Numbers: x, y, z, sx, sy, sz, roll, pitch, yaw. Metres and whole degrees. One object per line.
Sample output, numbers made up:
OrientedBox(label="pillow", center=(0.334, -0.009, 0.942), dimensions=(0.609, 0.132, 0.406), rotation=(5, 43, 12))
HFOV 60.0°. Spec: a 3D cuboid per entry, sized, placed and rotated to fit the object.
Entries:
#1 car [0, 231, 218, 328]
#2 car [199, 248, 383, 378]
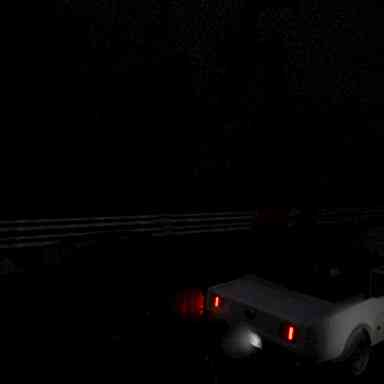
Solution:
OrientedBox(label="car", center=(-1.429, 1.563, 7.005), dimensions=(5.357, 1.411, 2.033), rotation=(1, 0, -35))
OrientedBox(label="car", center=(2.615, 1.634, 5.564), dimensions=(4.718, 1.301, 1.895), rotation=(0, 0, -35))
